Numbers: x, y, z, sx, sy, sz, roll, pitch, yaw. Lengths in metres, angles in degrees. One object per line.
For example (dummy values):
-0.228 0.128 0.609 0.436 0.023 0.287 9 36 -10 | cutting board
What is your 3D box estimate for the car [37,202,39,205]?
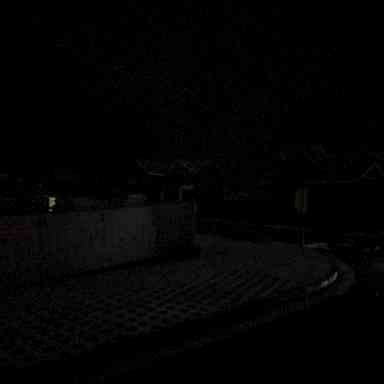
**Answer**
-22.292 1.551 45.095 4.718 1.301 1.895 0 -3 45 | car
